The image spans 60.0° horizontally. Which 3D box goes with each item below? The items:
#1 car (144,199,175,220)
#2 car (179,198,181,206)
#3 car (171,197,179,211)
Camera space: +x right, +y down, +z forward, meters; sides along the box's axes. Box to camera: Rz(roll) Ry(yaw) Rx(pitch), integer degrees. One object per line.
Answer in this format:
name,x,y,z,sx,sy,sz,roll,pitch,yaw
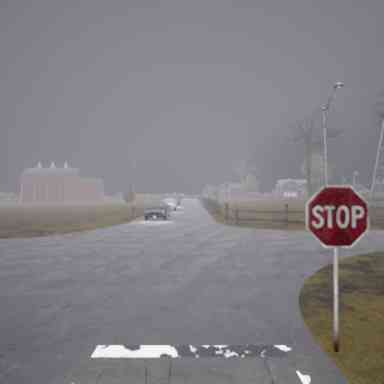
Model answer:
car,-2.899,1.579,28.915,2.033,1.411,5.357,0,0,1
car,-2.853,1.565,56.581,2.128,1.511,4.902,0,0,0
car,-2.872,1.575,41.212,1.812,1.442,4.674,0,0,0
